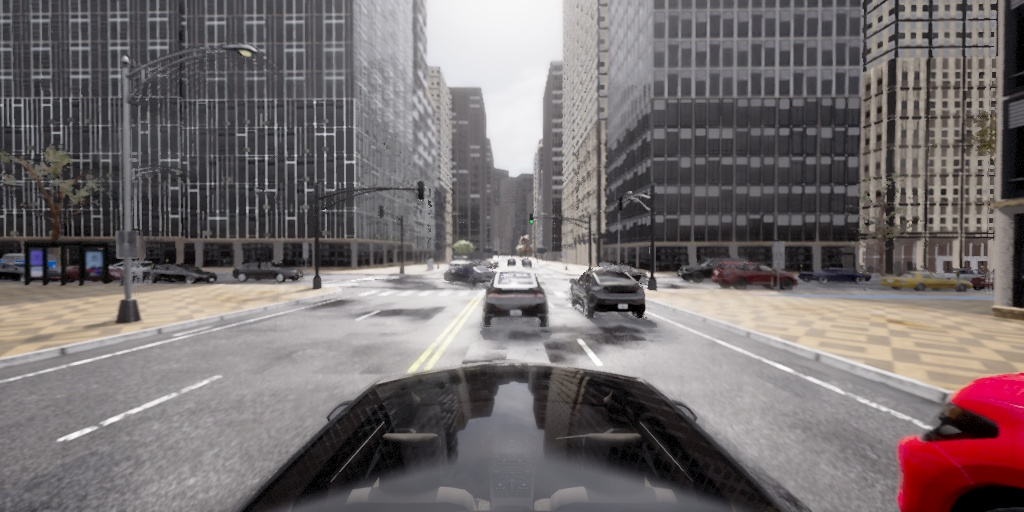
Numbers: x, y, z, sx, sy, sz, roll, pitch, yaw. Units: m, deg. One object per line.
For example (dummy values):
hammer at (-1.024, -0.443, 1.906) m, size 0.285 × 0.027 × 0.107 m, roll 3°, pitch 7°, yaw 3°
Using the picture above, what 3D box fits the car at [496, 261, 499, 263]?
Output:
car at (-3.380, 1.418, 54.889) m, size 1.994 × 1.385 × 4.181 m, roll 0°, pitch 0°, yaw 0°

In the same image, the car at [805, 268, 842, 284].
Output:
car at (26.634, 1.637, 29.736) m, size 4.718 × 1.301 × 1.895 m, roll 1°, pitch 1°, yaw 1°

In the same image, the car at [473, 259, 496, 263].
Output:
car at (-3.380, 1.316, 45.303) m, size 1.882 × 1.535 × 5.008 m, roll 0°, pitch 0°, yaw 0°

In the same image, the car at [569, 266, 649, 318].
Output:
car at (3.340, 1.280, 13.212) m, size 1.837 × 1.490 × 4.892 m, roll 0°, pitch 0°, yaw 0°

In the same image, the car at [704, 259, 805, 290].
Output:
car at (16.173, 1.336, 24.126) m, size 5.009 × 1.841 × 2.192 m, roll 0°, pitch 0°, yaw 1°

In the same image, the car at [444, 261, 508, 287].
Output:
car at (-2.939, 1.382, 25.911) m, size 2.033 × 1.411 × 5.357 m, roll 0°, pitch 1°, yaw -39°

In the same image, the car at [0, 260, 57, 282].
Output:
car at (-34.118, 1.133, 24.914) m, size 4.313 × 1.339 × 1.948 m, roll 0°, pitch 0°, yaw 1°

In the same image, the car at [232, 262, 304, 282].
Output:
car at (-18.431, 1.180, 27.226) m, size 4.892 × 1.490 × 1.837 m, roll 1°, pitch 1°, yaw 2°

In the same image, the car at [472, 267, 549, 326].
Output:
car at (0.092, 1.263, 11.706) m, size 2.128 × 1.511 × 4.902 m, roll 0°, pitch 0°, yaw 0°

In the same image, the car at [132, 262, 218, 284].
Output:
car at (-22.753, 1.238, 24.618) m, size 4.313 × 1.339 × 1.948 m, roll 0°, pitch 0°, yaw 1°

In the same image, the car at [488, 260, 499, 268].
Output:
car at (-3.310, 1.470, 65.181) m, size 1.895 × 1.301 × 4.718 m, roll 0°, pitch 0°, yaw 0°

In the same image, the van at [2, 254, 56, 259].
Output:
van at (-45.317, 0.692, 33.565) m, size 3.998 × 1.789 × 1.690 m, roll 0°, pitch 0°, yaw 1°

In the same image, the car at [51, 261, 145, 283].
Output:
car at (-28.437, 1.202, 24.746) m, size 4.207 × 1.307 × 1.802 m, roll 0°, pitch 0°, yaw 1°

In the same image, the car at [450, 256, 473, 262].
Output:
car at (-6.630, 1.060, 45.752) m, size 2.150 × 2.045 × 5.566 m, roll 0°, pitch 0°, yaw 0°

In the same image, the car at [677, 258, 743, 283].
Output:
car at (16.818, 1.171, 29.881) m, size 5.566 × 2.045 × 2.150 m, roll 1°, pitch 1°, yaw 1°

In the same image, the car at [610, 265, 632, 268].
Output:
car at (7.909, 1.415, 26.118) m, size 4.902 × 1.511 × 2.128 m, roll 0°, pitch 0°, yaw -33°
